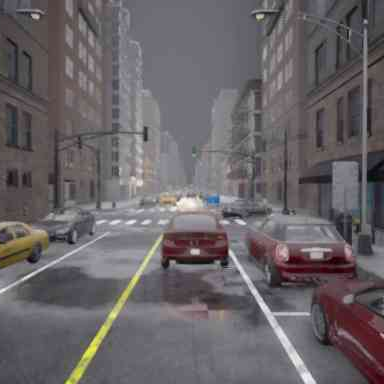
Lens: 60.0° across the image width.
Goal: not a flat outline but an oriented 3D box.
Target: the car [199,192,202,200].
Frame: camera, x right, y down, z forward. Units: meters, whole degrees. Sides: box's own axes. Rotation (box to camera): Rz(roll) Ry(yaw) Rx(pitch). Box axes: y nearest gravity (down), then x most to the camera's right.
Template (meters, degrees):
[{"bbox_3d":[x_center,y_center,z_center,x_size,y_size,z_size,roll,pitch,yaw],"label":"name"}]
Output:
[{"bbox_3d":[2.512,0.940,52.888,1.802,1.307,4.206,0,1,0],"label":"car"}]

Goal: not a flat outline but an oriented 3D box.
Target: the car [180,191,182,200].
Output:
[{"bbox_3d":[-2.922,0.945,50.899,1.994,1.385,4.181,0,1,0],"label":"car"}]

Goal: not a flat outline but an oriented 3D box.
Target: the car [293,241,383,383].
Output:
[{"bbox_3d":[2.628,1.540,3.411,1.802,1.307,4.206,0,1,0],"label":"car"}]

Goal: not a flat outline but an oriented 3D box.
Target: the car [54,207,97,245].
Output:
[{"bbox_3d":[-5.423,1.374,14.420,2.008,1.369,4.403,0,1,0],"label":"car"}]

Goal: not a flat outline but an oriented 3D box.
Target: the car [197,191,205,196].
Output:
[{"bbox_3d":[2.420,0.403,92.654,2.008,1.369,4.403,0,1,0],"label":"car"}]

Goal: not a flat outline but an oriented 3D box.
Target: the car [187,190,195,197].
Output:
[{"bbox_3d":[-0.192,0.413,81.647,1.882,1.535,5.008,0,1,0],"label":"car"}]

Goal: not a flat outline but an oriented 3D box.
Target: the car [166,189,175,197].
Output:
[{"bbox_3d":[-5.592,0.239,86.947,2.192,1.841,5.009,0,1,0],"label":"car"}]

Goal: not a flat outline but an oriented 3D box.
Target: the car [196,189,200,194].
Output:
[{"bbox_3d":[2.473,0.458,69.928,2.192,1.841,5.009,0,1,0],"label":"car"}]

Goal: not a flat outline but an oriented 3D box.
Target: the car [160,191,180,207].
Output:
[{"bbox_3d":[-2.931,0.969,41.786,1.882,1.535,5.008,0,1,0],"label":"car"}]

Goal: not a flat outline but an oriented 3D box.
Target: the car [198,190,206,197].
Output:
[{"bbox_3d":[2.446,0.438,81.291,1.967,1.590,4.097,0,1,0],"label":"car"}]

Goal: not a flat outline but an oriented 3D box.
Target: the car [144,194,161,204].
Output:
[{"bbox_3d":[-5.500,0.970,47.180,1.887,1.381,4.507,0,1,0],"label":"car"}]

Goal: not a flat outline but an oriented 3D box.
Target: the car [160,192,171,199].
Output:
[{"bbox_3d":[-5.552,0.708,69.907,1.947,1.339,4.313,0,1,0],"label":"car"}]

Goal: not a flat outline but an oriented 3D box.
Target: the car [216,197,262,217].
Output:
[{"bbox_3d":[4.244,1.282,25.230,4.181,1.385,1.994,0,0,-40],"label":"car"}]

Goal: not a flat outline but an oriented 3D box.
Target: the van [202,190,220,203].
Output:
[{"bbox_3d":[2.539,0.837,41.524,1.690,1.788,3.998,0,1,0],"label":"van"}]

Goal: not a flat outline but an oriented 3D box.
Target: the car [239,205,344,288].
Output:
[{"bbox_3d":[2.615,1.331,8.928,1.967,1.590,4.097,0,1,0],"label":"car"}]

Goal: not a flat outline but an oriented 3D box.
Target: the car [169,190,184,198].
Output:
[{"bbox_3d":[-2.924,0.799,59.595,1.812,1.442,4.674,0,1,0],"label":"car"}]

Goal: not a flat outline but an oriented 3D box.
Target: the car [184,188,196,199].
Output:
[{"bbox_3d":[-0.169,0.472,71.615,2.097,1.767,4.553,0,1,0],"label":"car"}]

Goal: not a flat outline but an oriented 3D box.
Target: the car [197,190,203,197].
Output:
[{"bbox_3d":[2.486,0.798,64.250,1.802,1.307,4.206,0,1,0],"label":"car"}]

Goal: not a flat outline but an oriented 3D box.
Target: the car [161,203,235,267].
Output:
[{"bbox_3d":[0.075,1.344,10.915,1.882,1.535,5.008,0,0,0],"label":"car"}]

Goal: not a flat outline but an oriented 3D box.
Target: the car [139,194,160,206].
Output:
[{"bbox_3d":[-5.486,1.045,41.499,2.008,1.369,4.403,0,1,0],"label":"car"}]

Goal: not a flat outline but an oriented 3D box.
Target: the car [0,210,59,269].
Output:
[{"bbox_3d":[-5.410,1.417,8.731,1.752,1.417,4.829,0,1,0],"label":"car"}]
